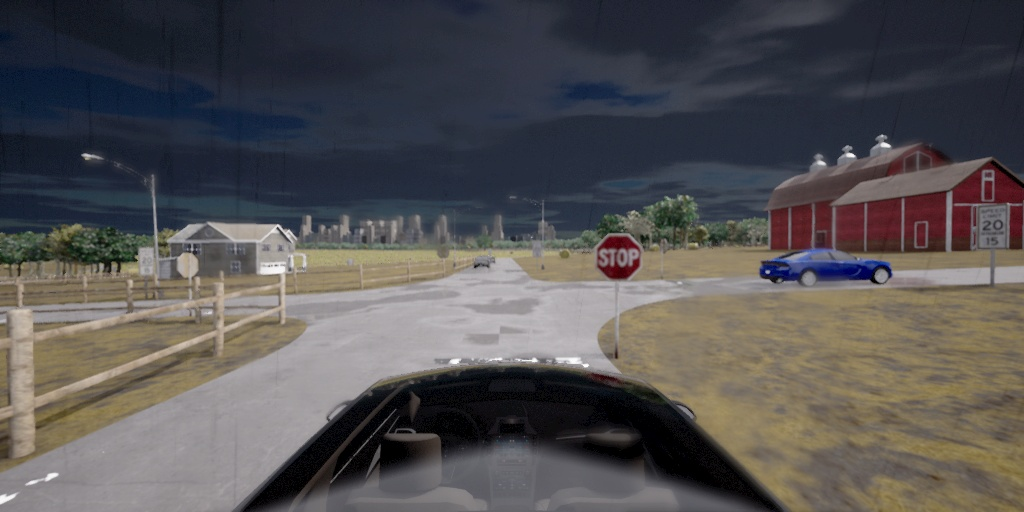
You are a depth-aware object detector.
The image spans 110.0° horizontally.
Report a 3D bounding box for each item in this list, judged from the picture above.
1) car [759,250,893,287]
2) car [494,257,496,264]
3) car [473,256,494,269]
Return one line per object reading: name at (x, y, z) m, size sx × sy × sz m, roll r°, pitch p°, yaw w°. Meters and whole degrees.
car at (13.630, 0.457, 15.699) m, size 5.008 × 1.535 × 1.882 m, roll -2°, pitch 1°, yaw -1°
car at (-3.777, 0.615, 59.901) m, size 1.994 × 1.385 × 4.181 m, roll 0°, pitch 0°, yaw 0°
car at (-3.525, 0.737, 42.656) m, size 1.837 × 1.490 × 4.892 m, roll 0°, pitch 1°, yaw -1°
